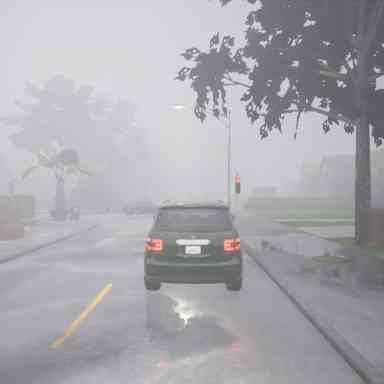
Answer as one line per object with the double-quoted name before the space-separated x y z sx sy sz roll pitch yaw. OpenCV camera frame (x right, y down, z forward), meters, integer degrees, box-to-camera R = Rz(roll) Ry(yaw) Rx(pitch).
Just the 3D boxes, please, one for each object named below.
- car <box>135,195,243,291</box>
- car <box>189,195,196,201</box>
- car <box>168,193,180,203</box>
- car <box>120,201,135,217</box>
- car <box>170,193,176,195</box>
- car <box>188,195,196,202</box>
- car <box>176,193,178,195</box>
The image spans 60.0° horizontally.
"car" 0.047 1.221 9.170 2.150 2.045 5.566 0 0 1
"car" 0.094 1.478 88.123 1.882 1.535 5.008 0 0 0
"car" -3.922 1.225 73.325 2.150 2.045 5.566 0 0 0
"car" -4.370 1.526 31.134 4.674 1.442 1.812 0 1 -32
"car" -4.036 1.352 52.410 2.097 1.767 4.553 0 0 0
"car" 0.083 1.500 78.034 1.837 1.490 4.892 0 0 0
"car" -3.992 1.491 62.812 2.128 1.511 4.902 0 0 0
